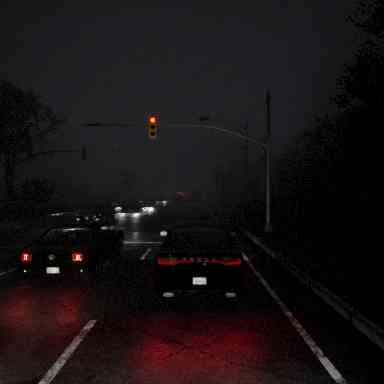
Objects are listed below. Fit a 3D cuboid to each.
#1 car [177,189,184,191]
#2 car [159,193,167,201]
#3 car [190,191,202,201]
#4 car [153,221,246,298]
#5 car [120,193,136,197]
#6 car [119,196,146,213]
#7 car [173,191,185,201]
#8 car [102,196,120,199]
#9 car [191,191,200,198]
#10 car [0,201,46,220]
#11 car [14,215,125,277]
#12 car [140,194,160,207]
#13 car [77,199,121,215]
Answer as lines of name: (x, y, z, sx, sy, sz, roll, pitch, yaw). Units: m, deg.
car: (-2.656, 0.174, 77.289, 2.097, 1.767, 4.553, 0, 3, 1)
car: (-6.252, 0.881, 69.249, 1.882, 1.535, 5.008, 0, 3, 1)
car: (0.821, 0.734, 66.983, 2.150, 2.045, 5.566, 0, 2, 1)
car: (0.157, 1.478, 8.564, 1.882, 1.535, 5.008, 0, 0, 0)
car: (-10.042, 1.215, 52.400, 2.150, 2.045, 5.566, 0, 0, 1)
car: (-6.727, 1.526, 37.588, 1.812, 1.442, 4.674, 0, 0, 1)
car: (-2.779, 1.070, 66.912, 2.033, 1.411, 5.357, 0, 3, 1)
car: (-10.212, 1.478, 38.784, 1.882, 1.535, 5.008, 0, 0, 1)
car: (0.848, 0.561, 77.644, 1.895, 1.301, 4.718, 0, 3, 1)
car: (-14.098, 1.507, 26.155, 4.892, 1.490, 1.837, 1, 2, -43)
car: (-3.368, 1.601, 10.241, 1.895, 1.301, 4.718, 0, 0, -1)
car: (-6.565, 1.492, 50.763, 2.128, 1.511, 4.902, 0, 0, 1)
car: (-6.884, 1.505, 24.292, 1.837, 1.490, 4.892, 0, 0, 1)
